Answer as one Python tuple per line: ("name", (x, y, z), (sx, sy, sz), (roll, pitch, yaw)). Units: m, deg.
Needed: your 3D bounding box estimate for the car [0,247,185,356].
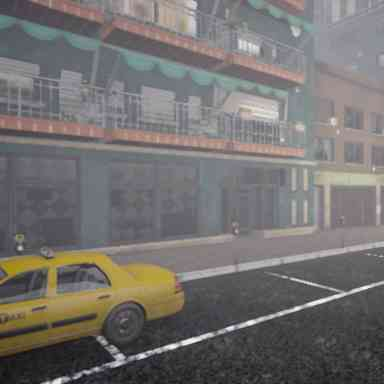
("car", (-2.406, 1.533, 4.855), (4.829, 1.417, 1.752), (1, -1, -35))
